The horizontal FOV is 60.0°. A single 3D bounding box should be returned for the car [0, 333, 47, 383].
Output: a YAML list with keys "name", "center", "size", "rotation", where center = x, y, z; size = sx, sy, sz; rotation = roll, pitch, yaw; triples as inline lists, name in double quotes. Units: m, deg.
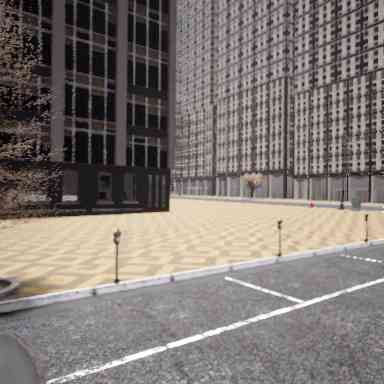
- name: "car"
  center: [-3.237, 1.543, 1.077]
  size: [5.357, 1.411, 2.033]
  rotation: [0, 0, -35]
